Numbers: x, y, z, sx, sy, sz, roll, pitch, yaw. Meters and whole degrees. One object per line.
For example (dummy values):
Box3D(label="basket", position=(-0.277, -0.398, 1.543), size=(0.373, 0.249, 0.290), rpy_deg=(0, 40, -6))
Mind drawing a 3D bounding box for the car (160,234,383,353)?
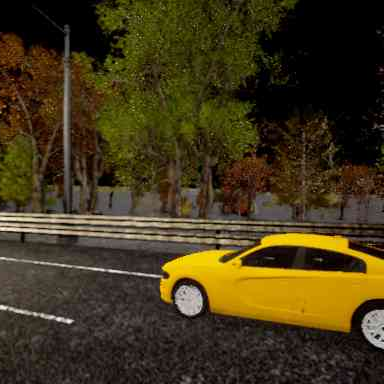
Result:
Box3D(label="car", position=(1.793, 1.529, 6.134), size=(5.008, 1.535, 1.882), rpy_deg=(0, -1, 25))
